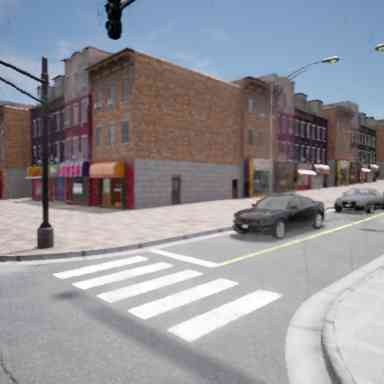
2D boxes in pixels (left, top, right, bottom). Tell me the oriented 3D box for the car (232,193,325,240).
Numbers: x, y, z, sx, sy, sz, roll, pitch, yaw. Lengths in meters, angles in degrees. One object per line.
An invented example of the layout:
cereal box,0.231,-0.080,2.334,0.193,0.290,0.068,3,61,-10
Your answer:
car,3.655,0.843,13.638,5.008,1.535,1.882,-4,4,-45

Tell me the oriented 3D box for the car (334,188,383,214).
car,10.269,0.452,20.210,1.994,1.385,4.181,2,4,45

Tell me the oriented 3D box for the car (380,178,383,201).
car,17.202,-0.293,27.076,4.553,1.767,2.097,-4,4,-44
